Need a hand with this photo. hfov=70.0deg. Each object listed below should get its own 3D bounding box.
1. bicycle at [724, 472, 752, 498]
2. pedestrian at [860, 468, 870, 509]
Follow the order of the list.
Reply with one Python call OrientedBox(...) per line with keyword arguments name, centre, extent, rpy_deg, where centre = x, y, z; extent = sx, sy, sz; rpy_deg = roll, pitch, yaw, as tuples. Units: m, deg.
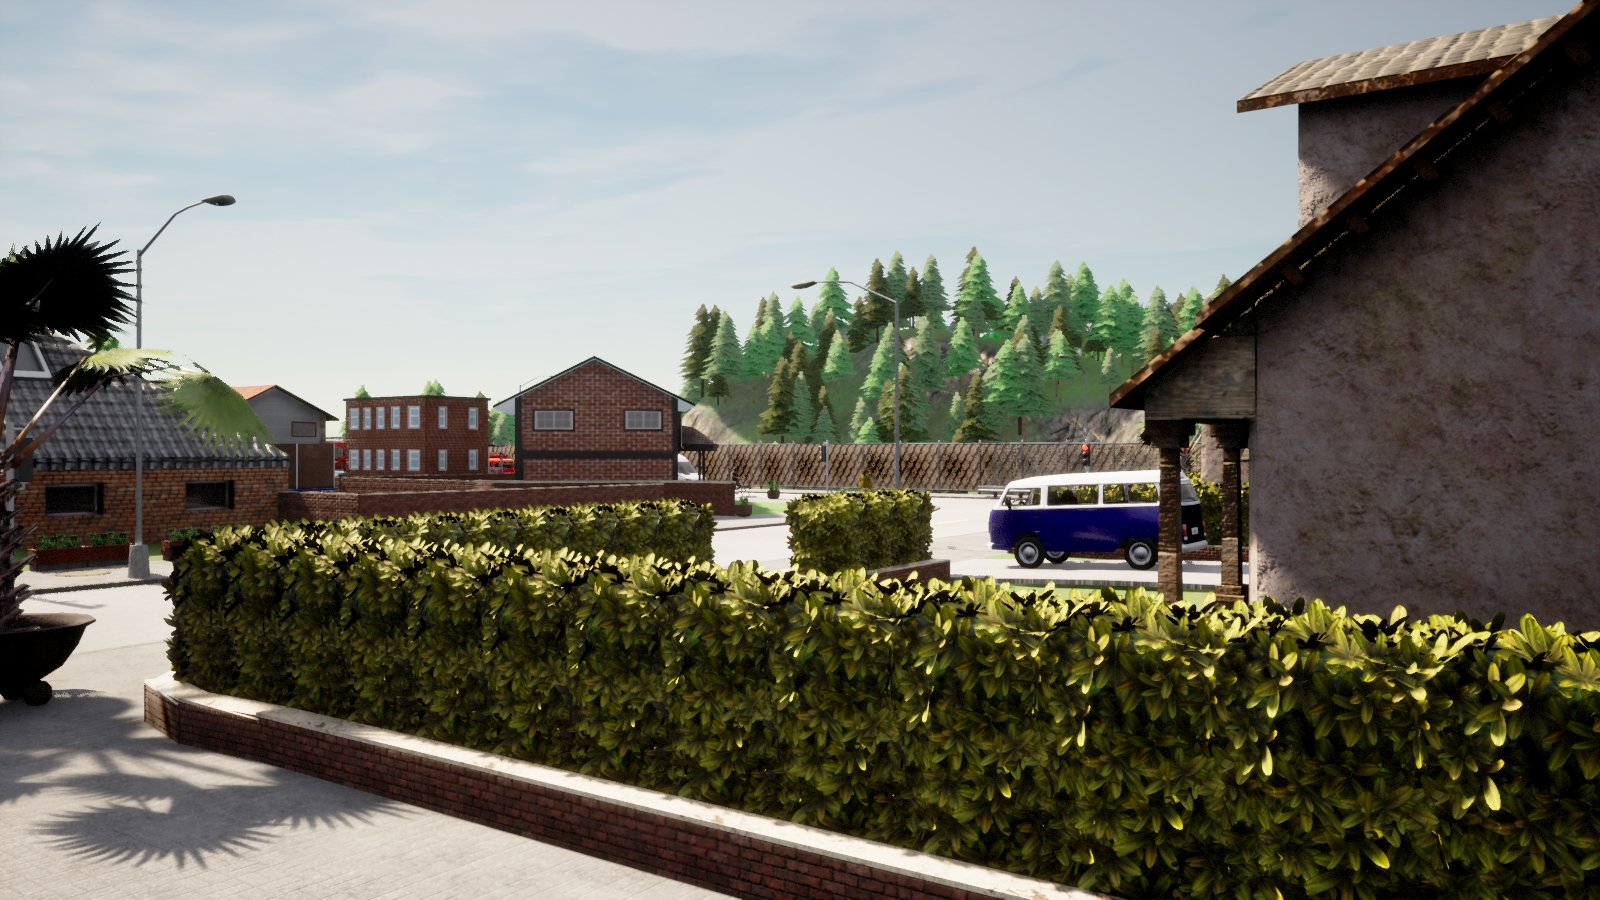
OrientedBox(name="bicycle", centre=(-3.643, 2.044, 67.431), extent=(1.835, 1.471, 0.329), rpy_deg=(0, 0, 35))
OrientedBox(name="pedestrian", centre=(2.965, 1.734, 52.154), extent=(0.375, 1.860, 0.375), rpy_deg=(0, 0, 18))
